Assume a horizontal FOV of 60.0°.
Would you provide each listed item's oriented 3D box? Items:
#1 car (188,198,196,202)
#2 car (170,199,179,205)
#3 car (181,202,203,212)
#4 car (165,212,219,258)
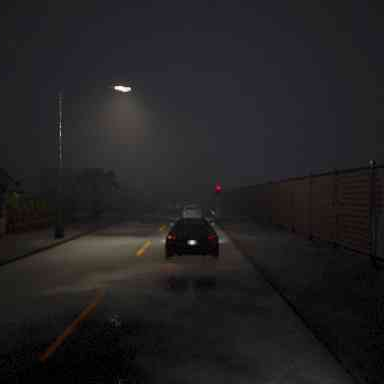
[{"bbox_3d":[-0.068,2.502,86.103,1.812,1.442,4.674,0,-1,0],"label":"car"},{"bbox_3d":[-4.060,2.398,78.415,1.837,1.490,4.892,0,-1,0],"label":"car"},{"bbox_3d":[0.008,1.857,28.868,1.812,1.442,4.674,0,0,0],"label":"car"},{"bbox_3d":[0.016,1.719,13.403,1.994,1.385,4.181,0,-1,0],"label":"car"}]
